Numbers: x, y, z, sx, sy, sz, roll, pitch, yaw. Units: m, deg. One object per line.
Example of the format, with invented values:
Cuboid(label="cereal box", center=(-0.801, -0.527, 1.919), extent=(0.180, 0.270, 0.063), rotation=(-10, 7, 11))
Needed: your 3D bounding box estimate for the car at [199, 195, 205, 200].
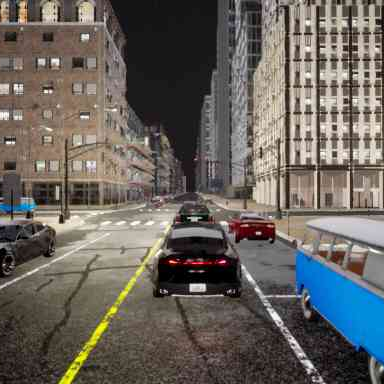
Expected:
Cuboid(label="car", center=(2.780, 1.524, 93.441), extent=(1.802, 1.307, 4.206), rotation=(1, 0, 0))

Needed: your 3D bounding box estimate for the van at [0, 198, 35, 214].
Cuboid(label="van", center=(-19.704, 1.525, 37.120), extent=(3.998, 1.788, 1.690), rotation=(0, 0, 1))

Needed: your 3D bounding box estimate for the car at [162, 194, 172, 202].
Cuboid(label="car", center=(-5.612, 1.402, 76.495), extent=(1.967, 1.590, 4.097), rotation=(1, 0, 0))

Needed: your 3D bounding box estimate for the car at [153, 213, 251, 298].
Cuboid(label="car", center=(0.108, 1.506, 8.515), extent=(1.837, 1.490, 4.892), rotation=(0, 0, 0))

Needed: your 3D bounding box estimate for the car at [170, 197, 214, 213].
Cuboid(label="car", center=(0.086, 1.352, 17.608), extent=(2.097, 1.767, 4.553), rotation=(0, 0, -1))

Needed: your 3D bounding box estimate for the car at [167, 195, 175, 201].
Cuboid(label="car", center=(-5.604, 1.475, 87.629), extent=(1.752, 1.417, 4.829), rotation=(1, 0, 0))

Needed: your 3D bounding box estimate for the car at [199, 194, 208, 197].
Cuboid(label="car", center=(2.751, 1.531, 59.532), extent=(2.008, 1.369, 4.403), rotation=(1, 0, 0))

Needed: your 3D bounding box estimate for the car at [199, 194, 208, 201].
Cuboid(label="car", center=(2.773, 1.396, 82.139), extent=(1.967, 1.590, 4.097), rotation=(1, 0, 0))

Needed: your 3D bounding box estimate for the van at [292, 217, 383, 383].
Cuboid(label="van", center=(2.705, 1.342, 4.632), extent=(1.690, 1.788, 3.998), rotation=(1, 0, 0))

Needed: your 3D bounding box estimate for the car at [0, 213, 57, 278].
Cuboid(label="car", center=(-5.673, 1.567, 10.222), extent=(1.947, 1.339, 4.313), rotation=(1, 0, 0))

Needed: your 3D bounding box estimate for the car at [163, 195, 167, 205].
Cuboid(label="car", center=(-5.632, 1.426, 53.890), extent=(1.967, 1.590, 4.097), rotation=(1, 0, 0))

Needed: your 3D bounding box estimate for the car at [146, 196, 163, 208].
Cuboid(label="car", center=(-5.640, 1.573, 48.237), extent=(1.802, 1.307, 4.206), rotation=(1, 0, 0))

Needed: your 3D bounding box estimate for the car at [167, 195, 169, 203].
Cuboid(label="car", center=(-5.629, 1.562, 59.541), extent=(1.802, 1.307, 4.206), rotation=(1, 0, 0))

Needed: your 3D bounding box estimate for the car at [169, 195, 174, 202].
Cuboid(label="car", center=(-5.619, 1.519, 70.843), extent=(2.008, 1.369, 4.403), rotation=(1, 0, 0))

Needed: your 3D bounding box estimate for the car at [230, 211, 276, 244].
Cuboid(label="car", center=(2.713, 1.545, 15.786), extent=(1.887, 1.381, 4.507), rotation=(1, 0, 0))

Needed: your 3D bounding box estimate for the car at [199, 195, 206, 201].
Cuboid(label="car", center=(2.776, 1.475, 87.960), extent=(1.752, 1.417, 4.829), rotation=(1, 0, 0))
